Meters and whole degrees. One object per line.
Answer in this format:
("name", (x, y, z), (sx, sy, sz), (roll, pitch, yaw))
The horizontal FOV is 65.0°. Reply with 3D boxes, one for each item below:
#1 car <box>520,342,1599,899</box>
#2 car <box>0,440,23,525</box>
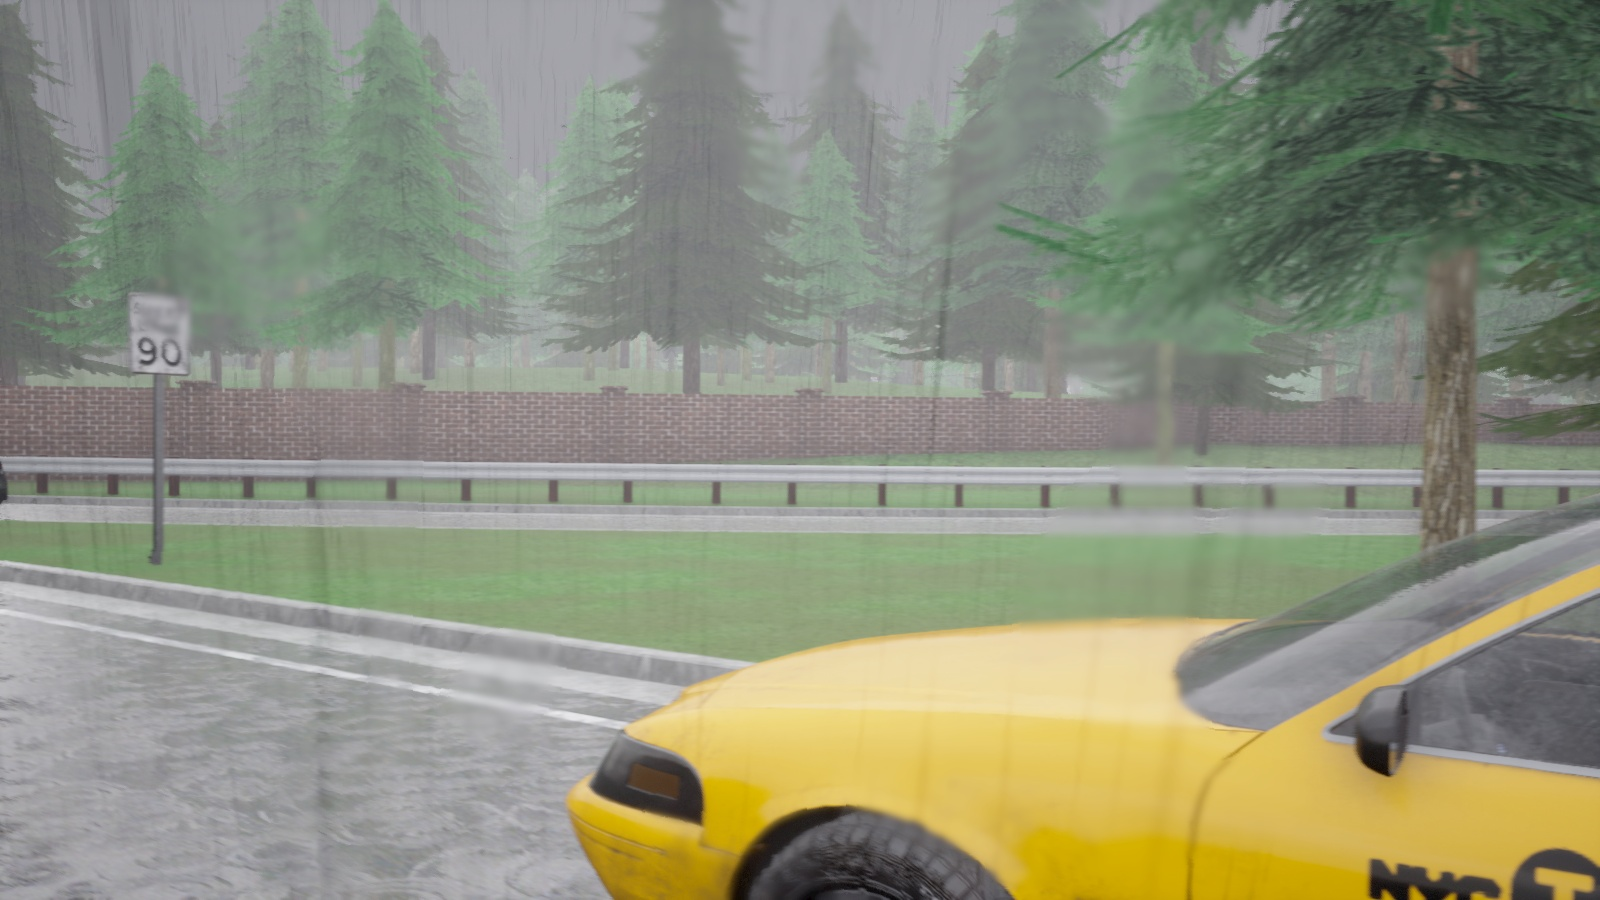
("car", (2.081, 0.621, 2.239), (5.366, 1.575, 1.801), (0, 1, 34))
("car", (-15.852, 0.584, 21.693), (3.806, 1.475, 1.970), (0, 1, 13))
